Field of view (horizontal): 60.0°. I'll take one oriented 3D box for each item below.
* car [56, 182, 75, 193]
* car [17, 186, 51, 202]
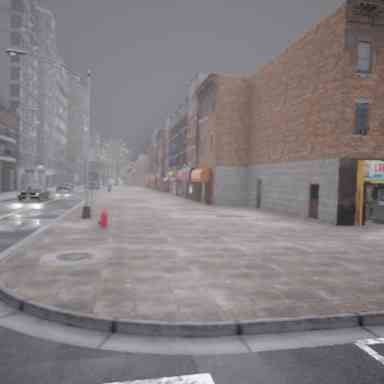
[{"bbox_3d":[-17.620,-0.751,46.517,2.033,1.411,5.357,1,2,-12],"label":"car"},{"bbox_3d":[-14.156,0.132,29.980,1.895,1.301,4.718,1,2,-12],"label":"car"}]
